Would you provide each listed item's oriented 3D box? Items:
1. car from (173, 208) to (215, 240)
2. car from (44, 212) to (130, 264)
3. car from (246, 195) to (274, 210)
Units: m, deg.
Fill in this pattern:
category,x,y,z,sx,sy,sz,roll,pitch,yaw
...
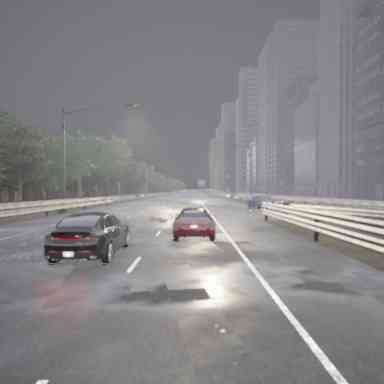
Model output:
category,x,y,z,sx,sy,sz,roll,pitch,yaw
car,0.098,1.484,16.638,1.994,1.385,4.181,0,0,0
car,-3.399,1.449,11.543,1.837,1.490,4.892,0,0,0
car,8.143,1.194,40.148,2.097,1.767,4.553,0,0,-11
